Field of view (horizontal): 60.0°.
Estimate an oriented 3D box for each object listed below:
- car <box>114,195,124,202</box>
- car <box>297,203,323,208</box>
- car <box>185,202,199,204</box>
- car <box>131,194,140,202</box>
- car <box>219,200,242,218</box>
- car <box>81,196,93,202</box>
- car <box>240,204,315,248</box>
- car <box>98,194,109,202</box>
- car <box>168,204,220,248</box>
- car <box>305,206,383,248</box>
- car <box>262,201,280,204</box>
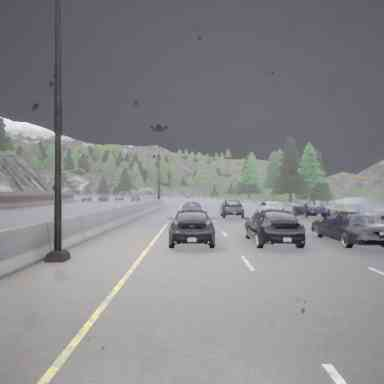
[{"bbox_3d":[-16.127,1.492,74.025,1.812,1.442,4.674,0,0,-10],"label":"car"},{"bbox_3d":[10.500,1.616,29.680,1.895,1.301,4.718,0,0,0],"label":"car"},{"bbox_3d":[0.000,1.563,29.650,2.033,1.411,5.357,0,0,0],"label":"car"},{"bbox_3d":[-12.694,1.488,74.708,2.128,1.511,4.902,0,0,-10],"label":"car"},{"bbox_3d":[3.500,1.495,29.650,2.128,1.511,4.902,0,0,0],"label":"car"},{"bbox_3d":[-22.992,1.504,72.658,1.812,1.442,4.674,0,0,-10],"label":"car"},{"bbox_3d":[3.500,1.516,14.650,1.837,1.490,4.892,0,0,0],"label":"car"},{"bbox_3d":[-19.564,1.329,73.371,2.097,1.767,4.553,0,0,-10],"label":"car"},{"bbox_3d":[0.000,1.516,14.650,1.837,1.490,4.892,0,0,0],"label":"car"},{"bbox_3d":[7.000,1.563,14.650,2.033,1.411,5.357,0,0,0],"label":"car"},{"bbox_3d":[7.000,1.533,29.650,1.812,1.442,4.674,0,0,0],"label":"car"}]
